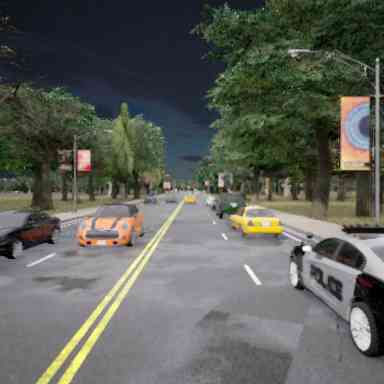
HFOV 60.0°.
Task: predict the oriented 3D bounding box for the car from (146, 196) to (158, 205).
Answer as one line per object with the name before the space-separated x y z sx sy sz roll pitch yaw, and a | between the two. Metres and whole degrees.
car | -6.730 1.346 54.760 2.033 1.411 5.357 0 0 0

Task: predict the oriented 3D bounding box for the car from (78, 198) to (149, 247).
car | -3.369 1.303 14.647 2.097 1.767 4.553 0 0 0

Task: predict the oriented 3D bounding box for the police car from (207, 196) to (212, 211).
police car | 3.156 1.368 39.039 2.038 1.542 4.974 0 0 0

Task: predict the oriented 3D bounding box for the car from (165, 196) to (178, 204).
car | -3.490 1.354 56.616 1.994 1.385 4.181 0 0 0

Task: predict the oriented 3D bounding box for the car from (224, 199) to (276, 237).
car | 3.135 1.397 17.439 1.801 1.575 5.366 0 0 -4

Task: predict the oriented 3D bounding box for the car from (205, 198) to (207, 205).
car | 3.103 1.345 50.044 1.812 1.442 4.674 0 0 0

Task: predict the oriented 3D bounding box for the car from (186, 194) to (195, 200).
car | -0.358 1.194 80.150 2.128 1.511 4.902 0 0 -1

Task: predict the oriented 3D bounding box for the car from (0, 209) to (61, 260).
car | -6.614 1.436 12.442 1.882 1.535 5.008 0 0 0

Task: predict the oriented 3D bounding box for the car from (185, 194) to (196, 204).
car | -0.199 1.256 59.248 1.882 1.535 5.008 0 0 0

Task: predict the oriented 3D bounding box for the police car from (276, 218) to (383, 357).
police car | 3.246 1.405 6.132 1.930 1.638 5.238 0 0 0

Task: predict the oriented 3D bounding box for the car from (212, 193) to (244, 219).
car | 3.198 1.125 28.063 2.150 2.045 5.566 0 0 0
